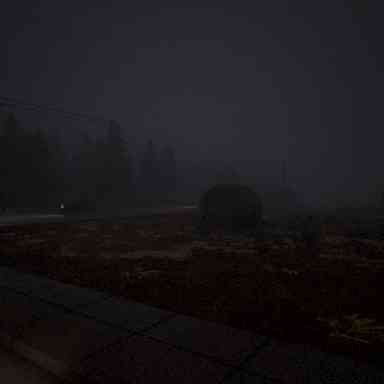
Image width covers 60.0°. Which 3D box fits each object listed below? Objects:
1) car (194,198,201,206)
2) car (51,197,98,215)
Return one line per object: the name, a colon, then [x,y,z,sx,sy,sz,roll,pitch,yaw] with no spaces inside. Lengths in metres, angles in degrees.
car: [2.212,1.518,53.511,2.128,1.511,4.902,0,0,37]
car: [-12.084,1.378,34.352,2.097,1.767,4.553,0,0,37]
